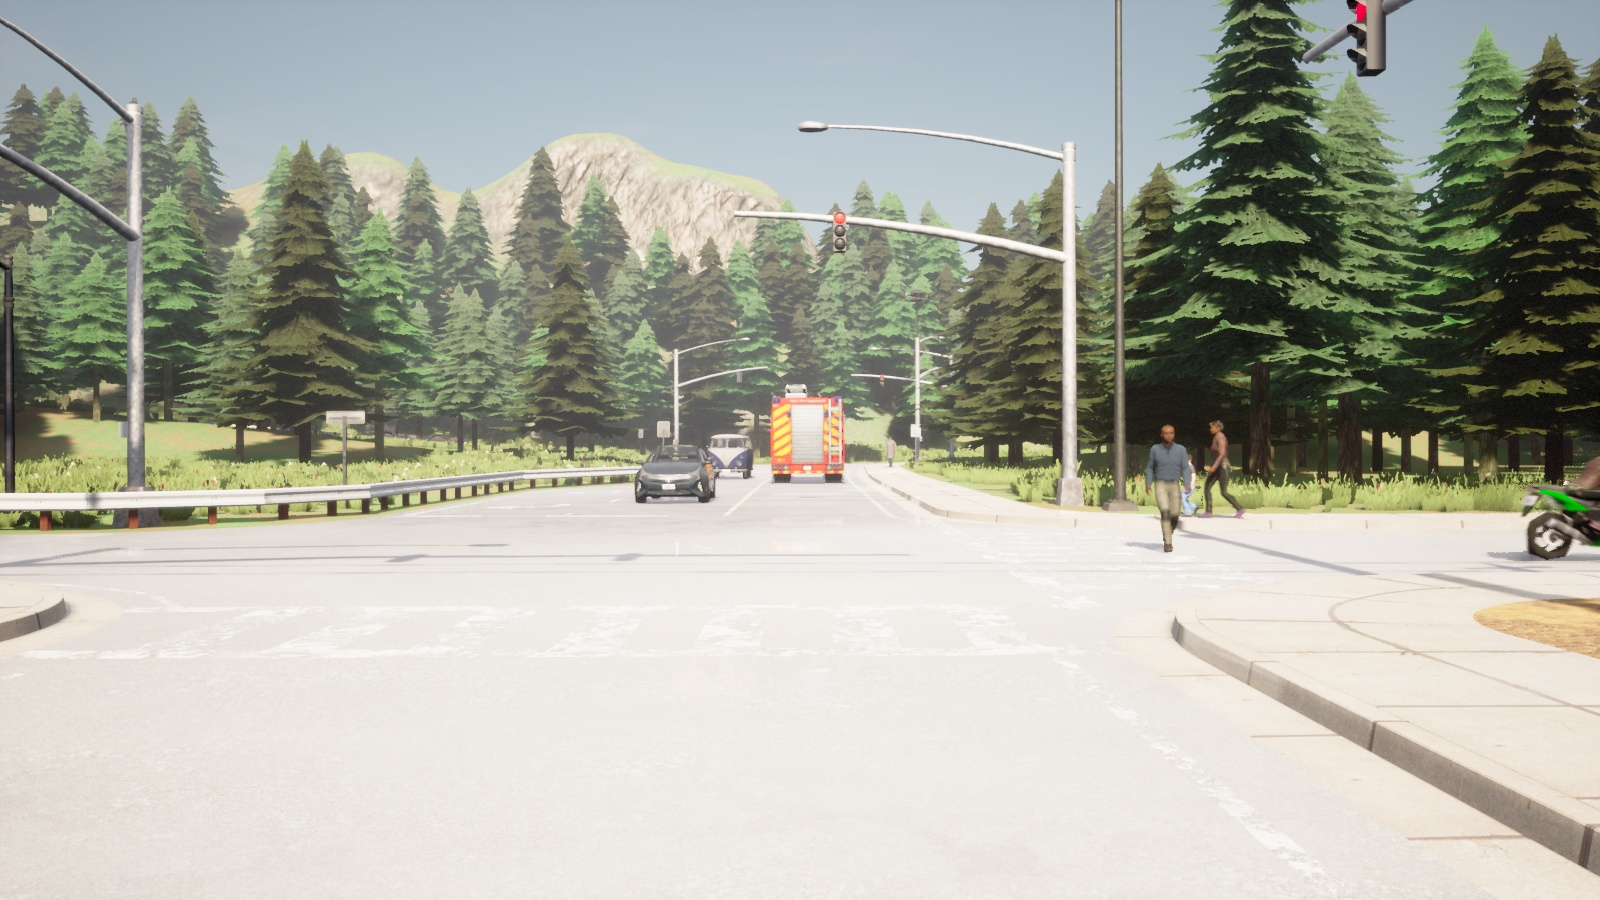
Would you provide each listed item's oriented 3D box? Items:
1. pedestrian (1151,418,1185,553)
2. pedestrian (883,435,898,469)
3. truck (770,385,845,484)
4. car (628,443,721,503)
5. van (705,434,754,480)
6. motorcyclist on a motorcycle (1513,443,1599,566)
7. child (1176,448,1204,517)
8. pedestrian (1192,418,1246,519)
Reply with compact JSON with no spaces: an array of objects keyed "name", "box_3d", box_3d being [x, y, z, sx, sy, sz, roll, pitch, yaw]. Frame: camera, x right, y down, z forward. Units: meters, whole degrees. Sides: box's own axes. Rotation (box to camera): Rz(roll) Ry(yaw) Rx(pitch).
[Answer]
[{"name":"pedestrian","box_3d":[5.128,0.482,17.519,0.370,1.835,0.726,0,0,9]},{"name":"pedestrian","box_3d":[5.330,0.106,73.859,0.659,1.952,0.873,0,0,17]},{"name":"truck","box_3d":[0.342,-0.624,52.706,2.891,3.827,8.468,0,0,1]},{"name":"car","box_3d":[-3.304,0.572,33.872,2.007,1.525,4.514,0,0,0]},{"name":"van","box_3d":[-3.088,0.290,55.803,1.775,1.987,4.442,0,0,2]},{"name":"motorcyclist on a motorcycle","box_3d":[10.312,0.671,15.948,2.044,1.523,0.797,0,0,2]},{"name":"child","box_3d":[7.255,0.602,23.351,0.437,1.263,0.270,0,0,-2]},{"name":"pedestrian","box_3d":[7.570,0.324,22.681,0.869,1.805,0.328,0,0,-1]}]
